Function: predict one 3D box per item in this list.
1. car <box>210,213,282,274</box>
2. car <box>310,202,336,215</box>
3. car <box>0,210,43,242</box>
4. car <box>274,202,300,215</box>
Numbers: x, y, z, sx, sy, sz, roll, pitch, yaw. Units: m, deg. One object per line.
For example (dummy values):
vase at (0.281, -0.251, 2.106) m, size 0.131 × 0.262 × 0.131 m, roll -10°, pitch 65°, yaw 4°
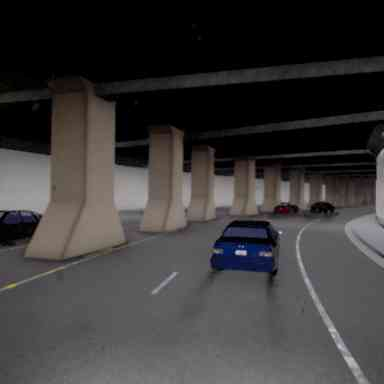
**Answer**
car at (1.913, 1.622, 10.940) m, size 2.033 × 1.411 × 5.357 m, roll 1°, pitch 0°, yaw 15°
car at (15.425, 1.872, 39.057) m, size 1.882 × 1.535 × 5.008 m, roll 1°, pitch 0°, yaw 36°
car at (-8.135, 1.483, 14.481) m, size 2.033 × 1.411 × 5.357 m, roll 1°, pitch 0°, yaw 15°
car at (11.116, 1.893, 38.976) m, size 1.994 × 1.385 × 4.181 m, roll 1°, pitch 0°, yaw 34°
